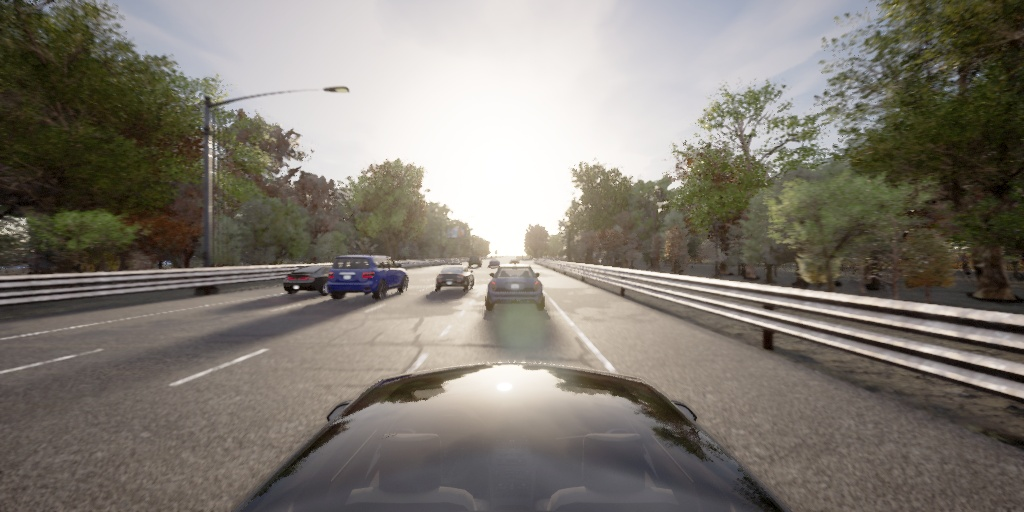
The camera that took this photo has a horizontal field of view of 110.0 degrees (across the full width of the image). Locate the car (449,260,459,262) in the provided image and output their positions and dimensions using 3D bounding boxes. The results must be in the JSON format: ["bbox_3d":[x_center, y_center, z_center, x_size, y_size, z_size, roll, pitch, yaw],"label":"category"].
[{"bbox_3d":[-10.124,1.356,63.369,1.895,1.301,4.718,0,0,0],"label":"car"}]

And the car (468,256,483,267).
[{"bbox_3d":[-6.613,0.977,65.117,2.150,2.045,5.566,0,0,0],"label":"car"}]

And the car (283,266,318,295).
[{"bbox_3d":[-10.364,1.253,19.654,1.837,1.490,4.892,0,0,0],"label":"car"}]

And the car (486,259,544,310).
[{"bbox_3d":[0.120,1.101,14.873,2.097,1.767,4.553,0,0,0],"label":"car"}]

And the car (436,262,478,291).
[{"bbox_3d":[-3.356,1.275,21.607,1.812,1.442,4.674,0,0,0],"label":"car"}]

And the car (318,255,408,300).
[{"bbox_3d":[-6.873,0.971,17.655,2.150,2.045,5.566,0,0,0],"label":"car"}]
